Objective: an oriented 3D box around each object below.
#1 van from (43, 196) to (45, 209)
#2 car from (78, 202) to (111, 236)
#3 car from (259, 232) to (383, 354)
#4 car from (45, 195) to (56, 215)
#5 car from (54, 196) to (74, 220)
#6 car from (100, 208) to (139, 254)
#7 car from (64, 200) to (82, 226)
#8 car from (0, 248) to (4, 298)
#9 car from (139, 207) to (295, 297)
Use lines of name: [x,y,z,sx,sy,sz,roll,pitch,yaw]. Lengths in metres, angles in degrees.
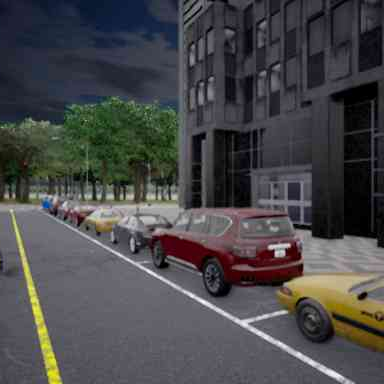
van: [-15.276,1.319,37.225,1.690,1.788,3.998,0,0,-29]
car: [-4.778,1.510,18.370,1.752,1.417,4.829,0,0,-29]
car: [3.158,1.519,4.118,1.752,1.417,4.829,0,0,-29]
car: [-12.631,1.294,32.474,2.192,1.841,5.009,0,0,-29]
car: [-9.985,1.421,27.723,1.967,1.590,4.097,0,0,-29]
car: [-2.050,1.538,13.471,2.008,1.369,4.403,0,0,-29]
car: [-7.340,1.527,22.973,1.887,1.381,4.507,0,0,-29]
car: [-4.415,1.597,5.873,1.895,1.301,4.718,0,0,-29]
car: [0.595,1.305,8.720,2.192,1.841,5.009,0,0,-29]
